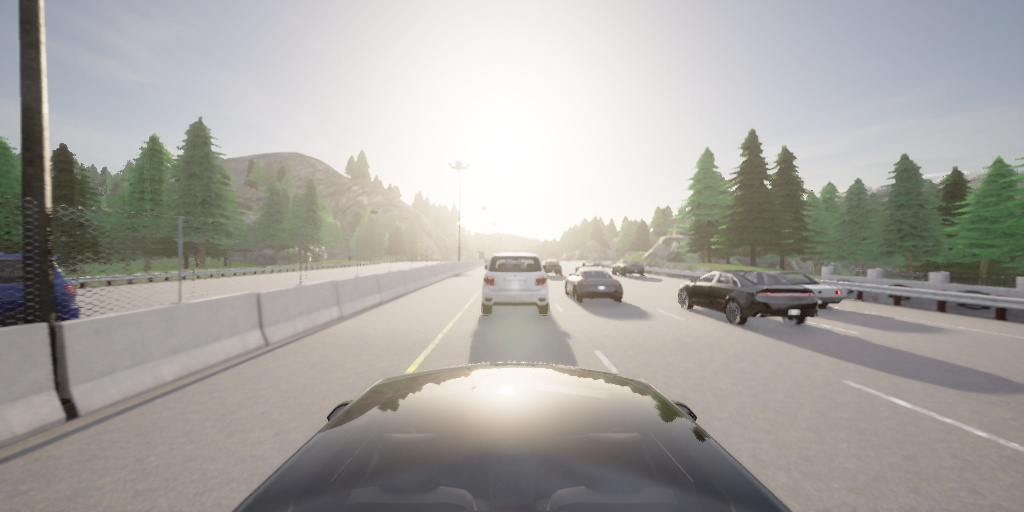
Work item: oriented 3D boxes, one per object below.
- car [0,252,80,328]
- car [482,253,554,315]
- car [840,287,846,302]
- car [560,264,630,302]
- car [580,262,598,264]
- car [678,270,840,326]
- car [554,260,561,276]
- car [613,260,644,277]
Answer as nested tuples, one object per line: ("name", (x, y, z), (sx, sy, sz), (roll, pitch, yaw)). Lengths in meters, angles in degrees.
("car", (-10.596, 0.946, 5.485), (2.150, 2.045, 5.566), (0, 0, 0))
("car", (0.117, 0.912, 13.372), (2.150, 2.045, 5.566), (0, 0, 0))
("car", (10.607, 1.288, 14.651), (1.895, 1.301, 4.718), (0, 0, 0))
("car", (3.608, 1.241, 16.433), (1.994, 1.385, 4.181), (0, 0, 0))
("car", (7.118, 1.199, 33.440), (1.895, 1.301, 4.718), (0, 0, 0))
("car", (7.105, 1.193, 11.446), (2.128, 1.511, 4.902), (0, 0, 0))
("car", (3.618, 1.099, 34.077), (1.837, 1.490, 4.892), (0, 0, 0))
("car", (10.618, 1.092, 33.107), (2.128, 1.511, 4.902), (0, 0, 0))
